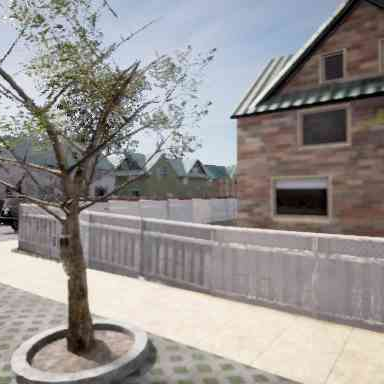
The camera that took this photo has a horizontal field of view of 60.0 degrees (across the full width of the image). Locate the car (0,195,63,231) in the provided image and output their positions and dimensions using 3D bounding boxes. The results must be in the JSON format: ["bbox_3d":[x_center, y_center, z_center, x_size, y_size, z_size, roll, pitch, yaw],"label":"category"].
[{"bbox_3d":[-8.146,1.183,19.570,2.150,2.045,5.566,-1,-1,35],"label":"car"}]
